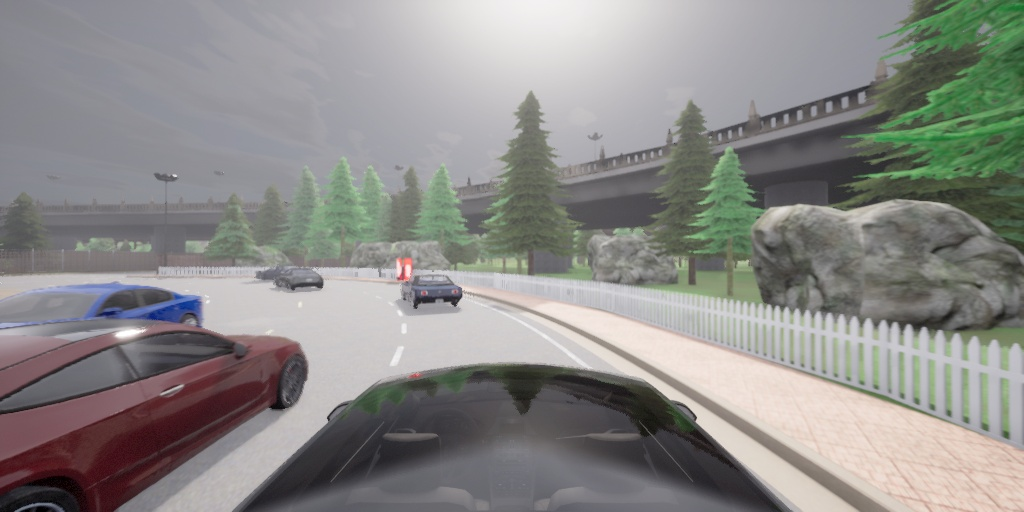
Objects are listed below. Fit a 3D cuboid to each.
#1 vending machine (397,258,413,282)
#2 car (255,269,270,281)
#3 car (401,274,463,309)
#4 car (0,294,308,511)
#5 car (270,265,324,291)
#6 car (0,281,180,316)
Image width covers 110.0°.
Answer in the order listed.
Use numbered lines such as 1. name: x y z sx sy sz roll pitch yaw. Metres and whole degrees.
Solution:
1. vending machine: -8.820 1.164 29.453 0.880 2.100 1.100 0 0 42
2. car: -20.643 1.556 32.315 5.357 1.411 2.033 0 0 24
3. car: -3.731 1.461 15.894 1.895 1.301 4.718 0 0 -24
4. car: -3.707 1.293 3.183 1.812 1.442 4.674 0 -1 -4
5. car: -14.320 1.502 24.061 4.181 1.385 1.994 -1 -1 43
6. car: -7.907 1.276 6.544 1.882 1.535 5.008 0 0 -14
